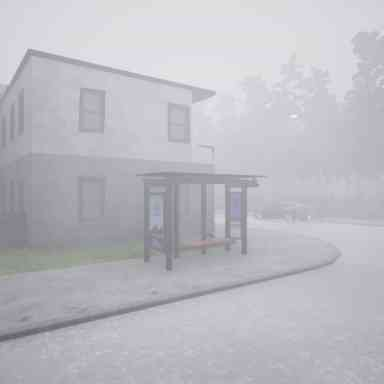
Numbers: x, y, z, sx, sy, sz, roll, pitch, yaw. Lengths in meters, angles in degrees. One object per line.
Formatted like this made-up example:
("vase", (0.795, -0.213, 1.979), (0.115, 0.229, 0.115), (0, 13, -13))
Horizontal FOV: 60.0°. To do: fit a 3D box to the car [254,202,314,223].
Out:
("car", (6.863, 1.504, 25.373), (1.837, 1.490, 4.892), (0, 0, -35))
